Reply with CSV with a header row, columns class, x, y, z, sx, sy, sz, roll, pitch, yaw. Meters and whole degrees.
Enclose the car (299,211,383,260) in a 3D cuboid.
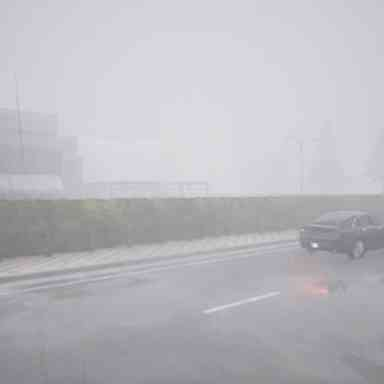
class,x,y,z,sx,sy,sz,roll,pitch,yaw
car,6.025,1.477,12.363,4.892,1.490,1.837,-1,0,-35
